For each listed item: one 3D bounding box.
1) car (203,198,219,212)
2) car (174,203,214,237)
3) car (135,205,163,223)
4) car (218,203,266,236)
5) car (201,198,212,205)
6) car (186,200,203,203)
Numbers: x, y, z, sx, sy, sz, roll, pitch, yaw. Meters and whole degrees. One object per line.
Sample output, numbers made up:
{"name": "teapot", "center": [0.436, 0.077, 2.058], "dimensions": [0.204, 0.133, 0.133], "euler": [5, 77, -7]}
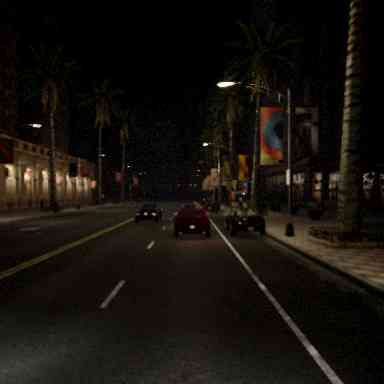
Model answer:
{"name": "car", "center": [2.845, 1.710, 48.778], "dimensions": [2.185, 1.767, 4.553], "euler": [0, 0, 0]}
{"name": "car", "center": [0.001, 1.619, 19.136], "dimensions": [1.882, 1.535, 5.008], "euler": [0, 0, 0]}
{"name": "car", "center": [-3.543, 1.754, 27.814], "dimensions": [2.033, 1.411, 5.357], "euler": [0, 0, 0]}
{"name": "car", "center": [2.988, 1.622, 19.404], "dimensions": [2.231, 1.521, 4.892], "euler": [0, 0, 0]}
{"name": "car", "center": [3.039, 2.029, 70.707], "dimensions": [2.161, 1.482, 4.786], "euler": [0, 0, 0]}
{"name": "car", "center": [-0.094, 1.823, 37.464], "dimensions": [2.033, 1.411, 5.357], "euler": [0, 0, 0]}
